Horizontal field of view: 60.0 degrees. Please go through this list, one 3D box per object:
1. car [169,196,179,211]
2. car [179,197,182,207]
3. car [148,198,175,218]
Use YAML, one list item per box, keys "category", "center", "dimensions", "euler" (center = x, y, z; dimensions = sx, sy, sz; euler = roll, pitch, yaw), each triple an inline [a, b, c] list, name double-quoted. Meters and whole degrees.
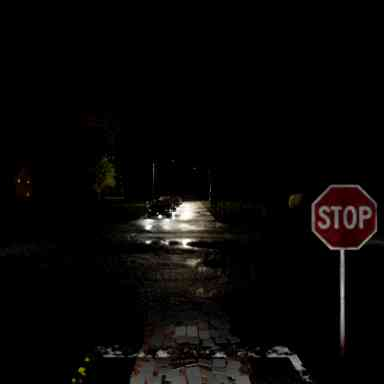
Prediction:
- category: "car"
  center: [-2.807, 1.525, 39.213]
  dimensions: [1.812, 1.442, 4.674]
  euler: [0, 0, 0]
- category: "car"
  center: [-2.789, 1.475, 48.426]
  dimensions: [1.882, 1.535, 5.008]
  euler: [0, 0, 0]
- category: "car"
  center: [-2.837, 1.526, 30.176]
  dimensions: [1.812, 1.442, 4.674]
  euler: [0, 0, 1]
